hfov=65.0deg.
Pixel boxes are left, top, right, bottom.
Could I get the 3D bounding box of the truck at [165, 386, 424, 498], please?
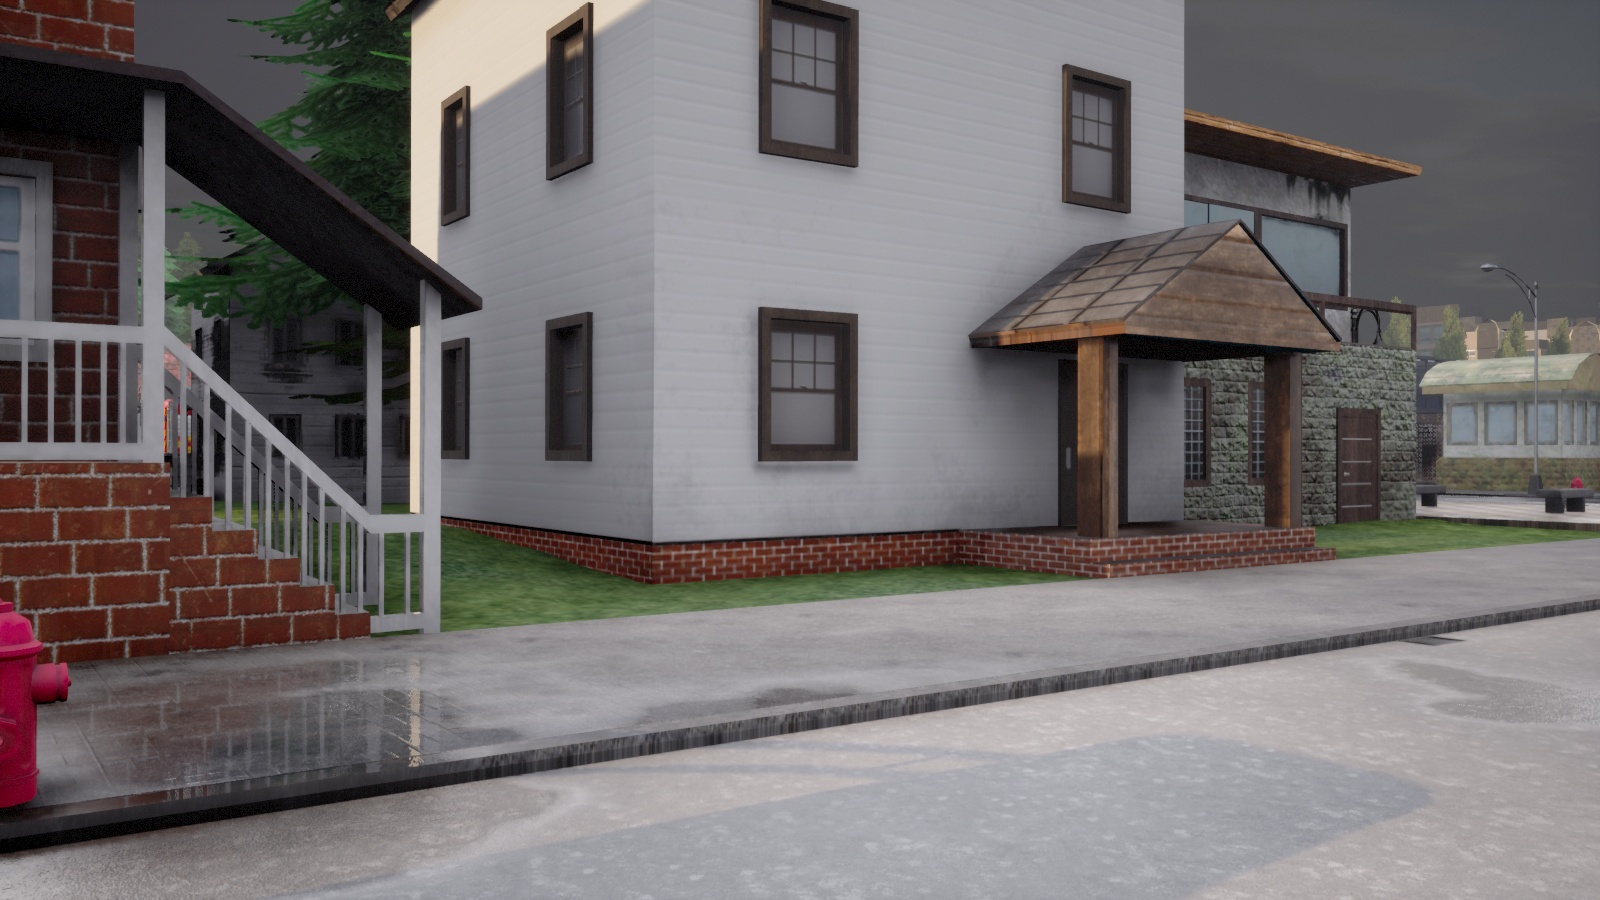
[{"bbox_3d":[-18.604,-0.266,46.530,8.468,3.827,2.891,0,0,-35],"label":"truck"}]
